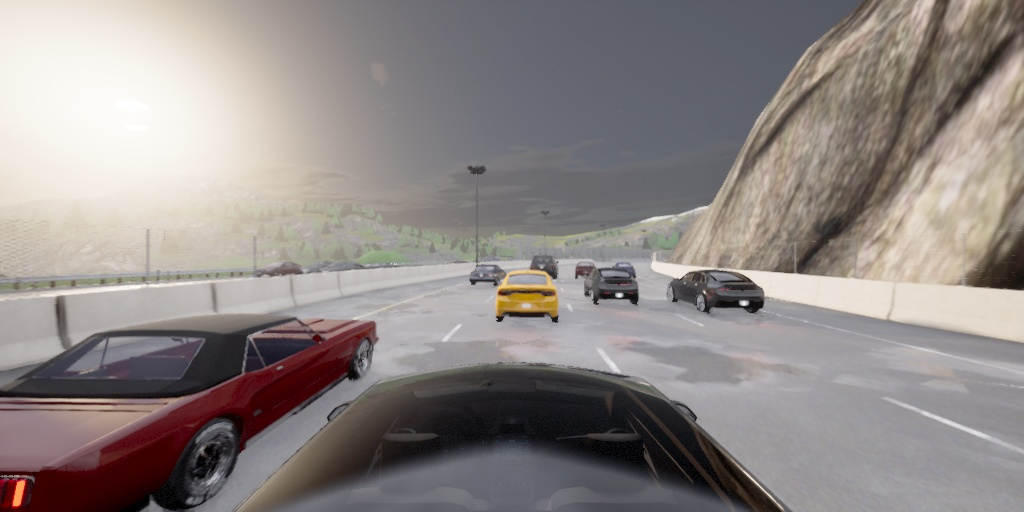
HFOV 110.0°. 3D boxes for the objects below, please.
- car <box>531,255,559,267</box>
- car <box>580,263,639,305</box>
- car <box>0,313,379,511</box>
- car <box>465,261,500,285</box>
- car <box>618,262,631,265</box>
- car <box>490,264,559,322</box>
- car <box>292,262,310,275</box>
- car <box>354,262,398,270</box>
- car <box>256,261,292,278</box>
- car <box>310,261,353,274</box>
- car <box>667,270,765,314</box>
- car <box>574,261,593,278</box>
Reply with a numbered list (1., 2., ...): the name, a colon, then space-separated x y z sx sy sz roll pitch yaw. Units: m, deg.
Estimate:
1. car: 2.800 0.974 30.873 2.150 2.045 5.566 0 0 10
2. car: 4.378 1.263 16.300 1.837 1.490 4.892 0 0 5
3. car: -3.316 1.342 4.281 1.895 1.301 4.718 0 0 1
4. car: -1.619 1.290 25.473 2.033 1.411 5.357 0 0 8
5. car: 10.525 1.296 33.888 1.812 1.442 4.674 0 0 12
6. car: 0.563 1.227 12.430 1.882 1.535 5.008 0 0 4
7. car: -18.056 1.193 34.398 2.128 1.511 4.902 0 0 10
8. car: -11.462 1.282 31.441 1.994 1.385 4.181 0 0 10
9. car: -21.725 1.218 33.705 1.812 1.442 4.674 0 0 10
10. car: -14.966 1.201 31.708 2.128 1.511 4.902 0 0 10
11. car: 7.685 1.271 14.016 1.837 1.490 4.892 0 0 4
12. car: 6.923 1.239 33.732 1.882 1.535 5.008 0 0 11
